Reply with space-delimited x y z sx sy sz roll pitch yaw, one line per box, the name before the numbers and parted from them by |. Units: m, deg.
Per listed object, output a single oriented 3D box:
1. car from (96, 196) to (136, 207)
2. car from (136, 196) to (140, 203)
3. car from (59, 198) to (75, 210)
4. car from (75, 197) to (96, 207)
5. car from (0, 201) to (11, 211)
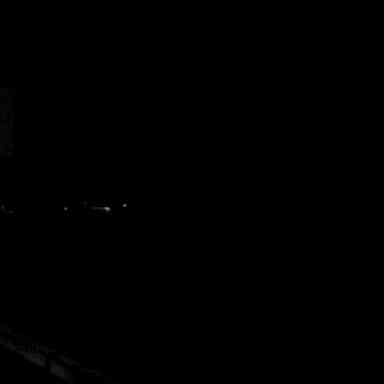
car | -10.909 1.378 48.203 1.837 1.490 4.892 0 1 39
car | -9.778 1.360 55.229 1.994 1.385 4.181 0 1 38
car | -17.421 1.480 40.057 2.033 1.411 5.357 0 0 39
car | -16.011 1.444 47.432 2.033 1.411 5.357 0 0 39
car | -21.787 1.494 40.209 1.994 1.385 4.181 0 0 38
